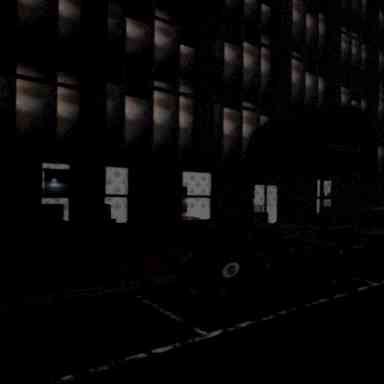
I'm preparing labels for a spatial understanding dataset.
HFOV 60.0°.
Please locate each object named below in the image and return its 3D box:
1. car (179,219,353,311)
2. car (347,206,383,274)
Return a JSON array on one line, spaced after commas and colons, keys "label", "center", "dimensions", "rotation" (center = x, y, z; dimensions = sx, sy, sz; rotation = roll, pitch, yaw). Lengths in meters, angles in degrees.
[{"label": "car", "center": [1.674, 1.501, 7.862], "dimensions": [4.097, 1.590, 1.967], "rotation": [1, 0, -35]}, {"label": "car", "center": [6.345, 1.434, 11.107], "dimensions": [5.009, 1.841, 2.192], "rotation": [1, 0, -35]}]
